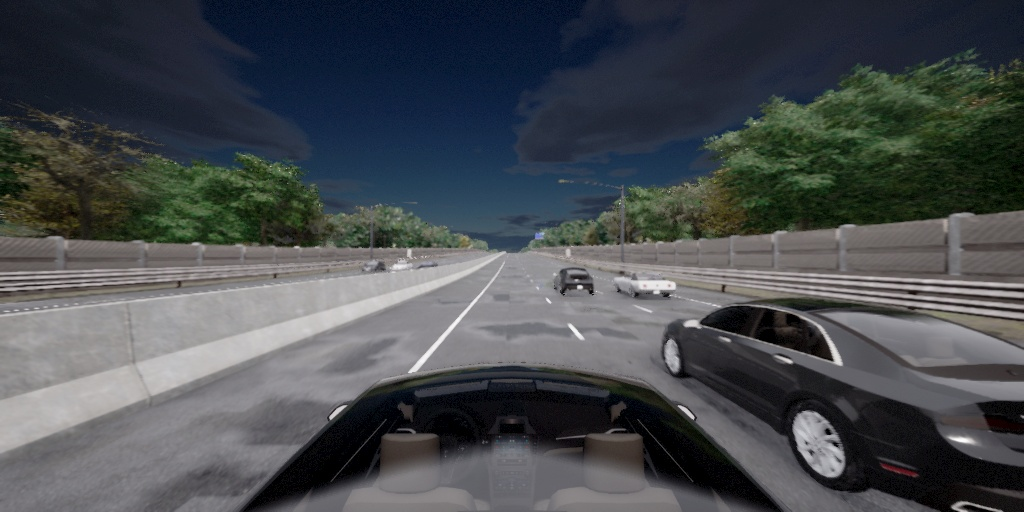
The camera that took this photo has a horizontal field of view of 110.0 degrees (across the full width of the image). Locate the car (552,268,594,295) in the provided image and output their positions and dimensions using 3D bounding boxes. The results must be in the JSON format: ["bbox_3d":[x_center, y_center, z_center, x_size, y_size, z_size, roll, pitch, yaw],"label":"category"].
[{"bbox_3d":[3.590,1.431,21.397,1.837,1.490,4.892,0,0,0],"label":"car"}]

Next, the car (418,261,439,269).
[{"bbox_3d":[-10.597,1.400,45.944,2.033,1.411,5.357,0,1,0],"label":"car"}]

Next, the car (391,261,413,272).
[{"bbox_3d":[-14.096,1.373,46.352,1.812,1.442,4.674,0,1,0],"label":"car"}]

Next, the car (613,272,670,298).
[{"bbox_3d":[7.091,1.515,19.802,1.895,1.301,4.718,0,0,0],"label":"car"}]

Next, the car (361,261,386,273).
[{"bbox_3d":[-17.594,1.378,45.934,1.812,1.442,4.674,0,1,0],"label":"car"}]

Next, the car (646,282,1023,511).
[{"bbox_3d":[3.597,1.281,4.560,1.837,1.490,4.892,0,-1,0],"label":"car"}]
